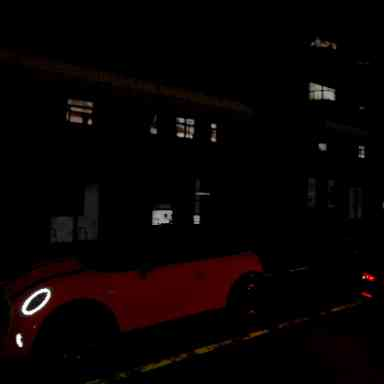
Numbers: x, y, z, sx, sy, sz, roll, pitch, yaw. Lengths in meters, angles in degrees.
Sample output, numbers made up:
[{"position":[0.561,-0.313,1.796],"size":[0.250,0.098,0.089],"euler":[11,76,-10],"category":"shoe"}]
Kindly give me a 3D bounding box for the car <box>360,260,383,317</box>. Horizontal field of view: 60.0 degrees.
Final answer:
[{"position":[5.023,1.581,6.225],"size":[4.674,1.442,1.812],"euler":[0,-1,-33],"category":"car"}]

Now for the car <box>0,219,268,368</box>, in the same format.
[{"position":[-0.849,1.417,5.944],"size":[4.553,1.767,2.097],"euler":[0,-1,-33],"category":"car"}]
